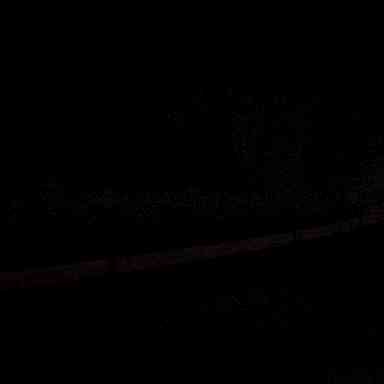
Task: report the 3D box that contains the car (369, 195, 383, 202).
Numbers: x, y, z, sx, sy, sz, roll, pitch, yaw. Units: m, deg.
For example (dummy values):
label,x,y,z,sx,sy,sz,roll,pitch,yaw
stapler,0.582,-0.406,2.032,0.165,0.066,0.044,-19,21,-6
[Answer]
label,x,y,z,sx,sy,sz,roll,pitch,yaw
car,36.685,1.456,65.926,1.837,1.490,4.892,0,0,9
